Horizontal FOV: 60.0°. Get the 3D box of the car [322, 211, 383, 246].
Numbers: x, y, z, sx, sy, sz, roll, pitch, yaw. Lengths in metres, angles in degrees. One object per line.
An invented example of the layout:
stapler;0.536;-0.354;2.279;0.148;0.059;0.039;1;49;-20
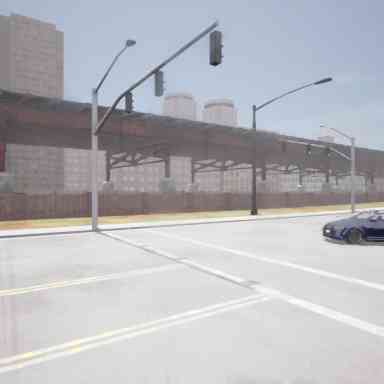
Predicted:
car;8.065;1.563;14.801;4.181;1.385;1.994;0;0;2
